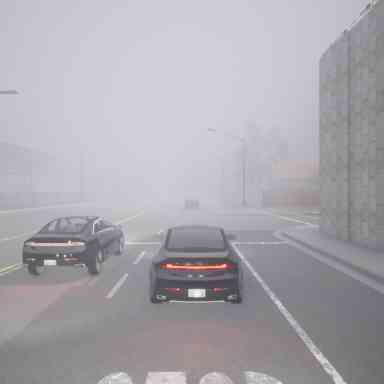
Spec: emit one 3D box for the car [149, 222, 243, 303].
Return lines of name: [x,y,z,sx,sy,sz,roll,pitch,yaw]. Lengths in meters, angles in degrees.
car: [0.080,1.505,8.181,1.837,1.490,4.892,0,0,0]

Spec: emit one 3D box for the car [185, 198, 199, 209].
car: [-0.013,1.491,44.174,2.128,1.511,4.902,0,0,0]

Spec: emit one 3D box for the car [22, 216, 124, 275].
car: [-3.426,1.492,10.450,2.128,1.511,4.902,0,0,0]
